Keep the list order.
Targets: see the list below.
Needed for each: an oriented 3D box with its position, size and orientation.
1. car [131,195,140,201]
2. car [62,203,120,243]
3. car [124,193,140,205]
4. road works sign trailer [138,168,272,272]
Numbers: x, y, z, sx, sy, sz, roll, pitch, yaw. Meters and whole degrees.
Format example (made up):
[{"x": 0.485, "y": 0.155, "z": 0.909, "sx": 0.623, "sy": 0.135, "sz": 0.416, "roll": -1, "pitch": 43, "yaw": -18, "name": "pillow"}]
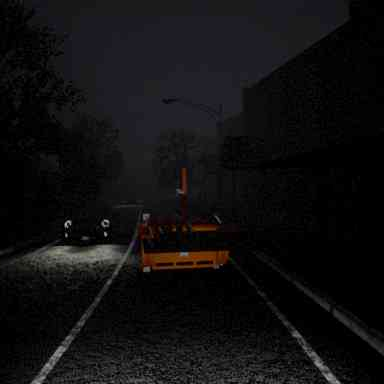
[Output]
[{"x": -14.261, "y": 1.568, "z": 84.421, "sx": 1.994, "sy": 1.385, "sz": 4.181, "roll": -1, "pitch": 0, "yaw": -8, "name": "car"}, {"x": -4.739, "y": 1.361, "z": 16.175, "sx": 2.097, "sy": 1.767, "sz": 4.553, "roll": -1, "pitch": 0, "yaw": -7, "name": "car"}, {"x": -10.741, "y": 1.232, "z": 59.126, "sx": 2.150, "sy": 2.045, "sz": 5.566, "roll": -1, "pitch": 0, "yaw": -8, "name": "car"}, {"x": 0.027, "y": 0.791, "z": 7.719, "sx": 2.380, "sy": 2.880, "sz": 3.560, "roll": 0, "pitch": 0, "yaw": -10, "name": "road works sign trailer"}]
